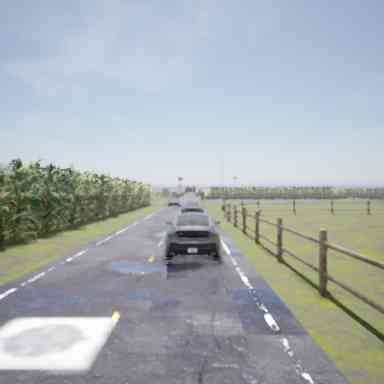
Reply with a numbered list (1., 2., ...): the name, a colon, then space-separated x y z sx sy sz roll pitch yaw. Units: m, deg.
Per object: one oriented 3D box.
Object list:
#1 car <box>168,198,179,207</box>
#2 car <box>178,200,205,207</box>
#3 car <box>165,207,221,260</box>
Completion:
1. car: -2.819 1.646 53.000 2.033 1.411 5.357 0 0 0
2. car: 0.046 1.565 27.628 1.837 1.490 4.892 0 0 1
3. car: 0.044 1.536 12.626 1.837 1.490 4.892 0 0 1
